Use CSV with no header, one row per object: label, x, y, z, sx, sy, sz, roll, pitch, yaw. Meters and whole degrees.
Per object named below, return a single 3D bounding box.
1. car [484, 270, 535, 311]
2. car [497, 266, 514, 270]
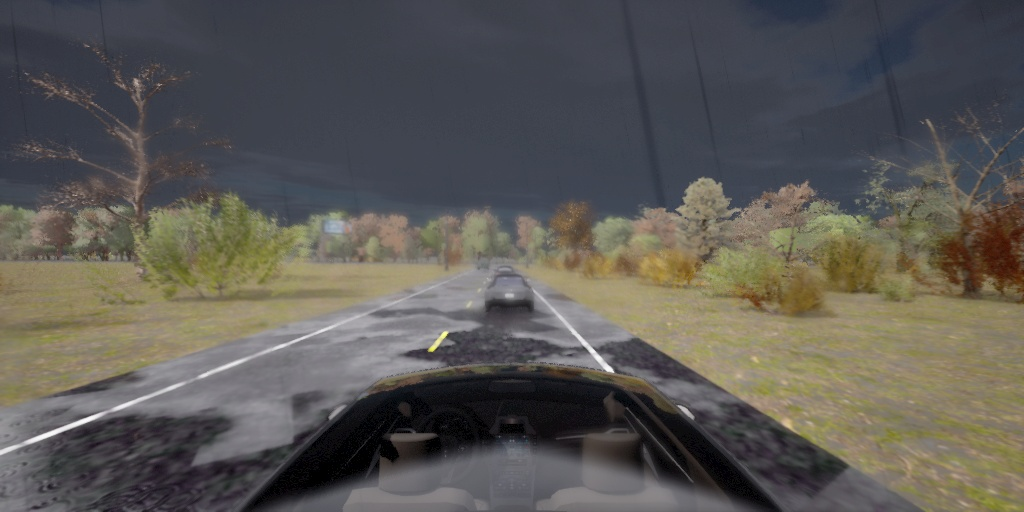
car,-0.124,1.460,15.363,1.994,1.385,4.181,0,-1,-1
car,-0.585,1.574,30.807,1.812,1.442,4.674,0,0,-1
